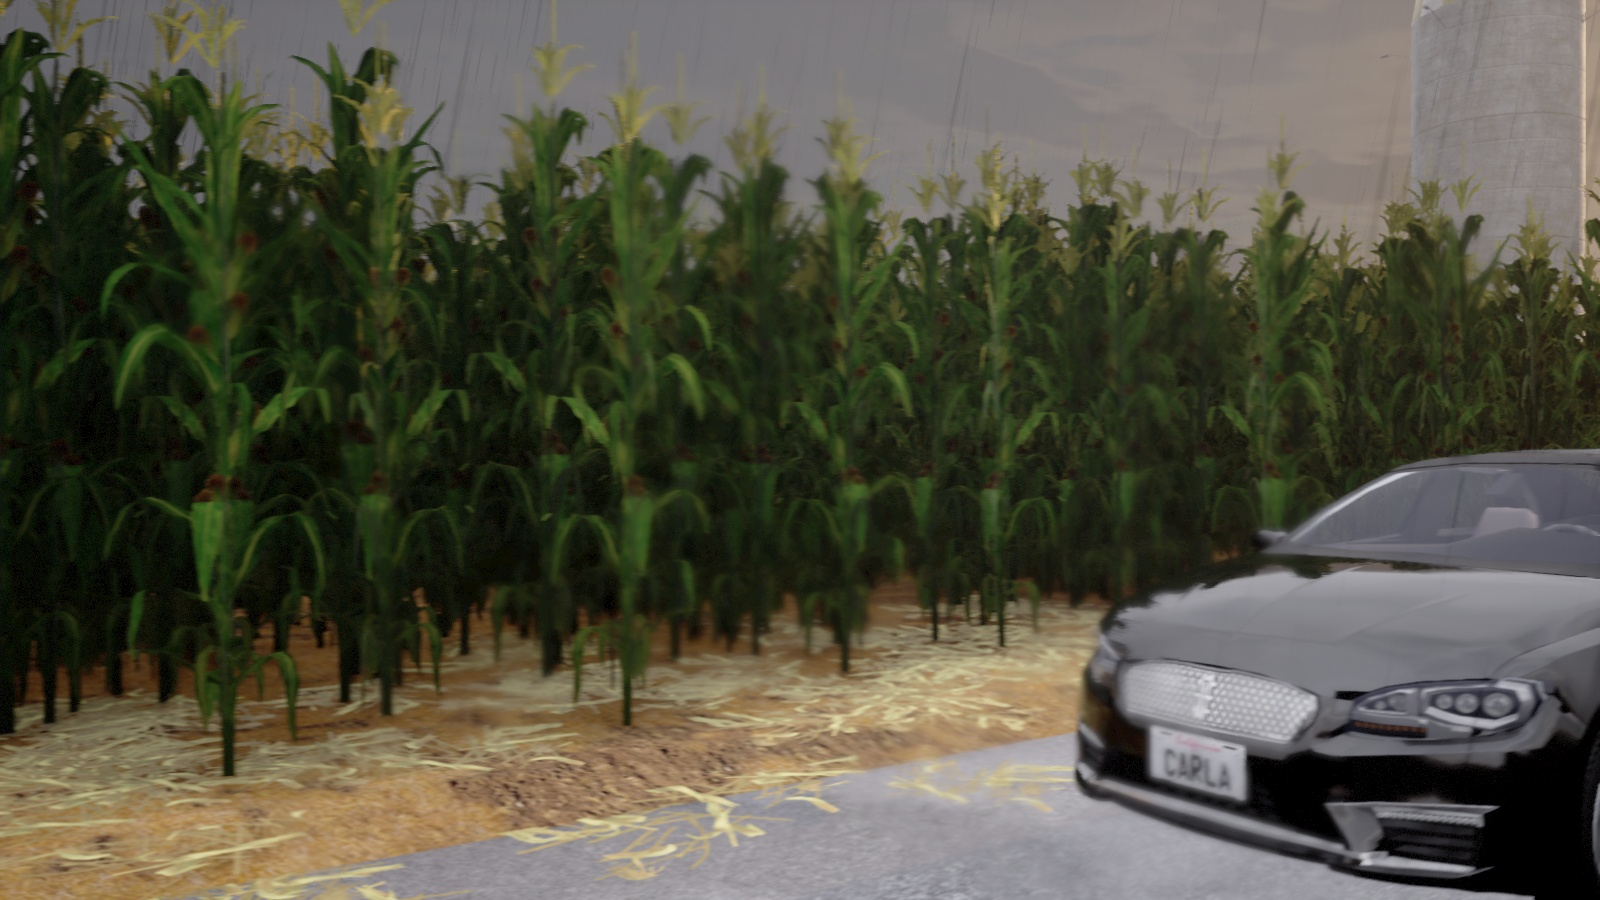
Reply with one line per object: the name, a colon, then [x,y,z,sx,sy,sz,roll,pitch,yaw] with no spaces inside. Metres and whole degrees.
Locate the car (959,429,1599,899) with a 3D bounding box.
car: [3.242,0.699,5.427,4.902,1.511,2.128,0,0,-35]
